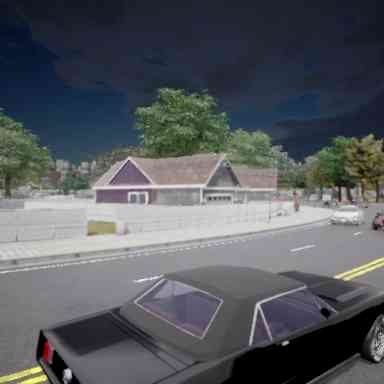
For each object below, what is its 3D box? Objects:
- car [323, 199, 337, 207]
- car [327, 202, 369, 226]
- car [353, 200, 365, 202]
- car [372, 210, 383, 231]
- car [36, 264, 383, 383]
[{"bbox_3d":[27.134,2.202,65.052,2.128,1.511,4.902,0,-1,7],"label":"car"},{"bbox_3d":[12.057,1.760,25.523,1.812,1.442,4.674,0,-1,35],"label":"car"},{"bbox_3d":[29.459,2.093,58.416,2.128,1.511,4.902,0,-1,11],"label":"car"},{"bbox_3d":[13.052,1.755,21.502,1.994,1.385,4.181,0,-1,38],"label":"car"},{"bbox_3d":[0.764,1.637,4.219,4.718,1.301,1.895,0,-1,-37],"label":"car"}]
